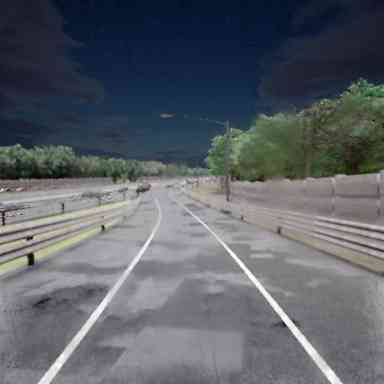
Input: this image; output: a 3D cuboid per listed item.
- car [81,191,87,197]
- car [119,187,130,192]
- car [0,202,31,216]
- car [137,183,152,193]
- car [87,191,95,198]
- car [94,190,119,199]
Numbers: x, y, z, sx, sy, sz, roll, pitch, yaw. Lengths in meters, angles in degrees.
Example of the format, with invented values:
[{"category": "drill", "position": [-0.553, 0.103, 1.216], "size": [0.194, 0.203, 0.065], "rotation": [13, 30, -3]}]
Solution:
[{"category": "car", "position": [-22.678, 0.364, 73.566], "size": [1.994, 1.385, 4.181], "rotation": [0, 3, 11]}, {"category": "car", "position": [-19.017, -0.740, 93.201], "size": [1.994, 1.385, 4.181], "rotation": [0, 3, 11]}, {"category": "car", "position": [-21.700, 2.130, 40.625], "size": [2.128, 1.511, 4.902], "rotation": [0, 3, 11]}, {"category": "car", "position": [-12.866, -0.808, 87.989], "size": [2.150, 2.045, 5.566], "rotation": [0, 3, 11]}, {"category": "car", "position": [-19.647, 0.435, 70.725], "size": [1.882, 1.535, 5.008], "rotation": [0, 3, 11]}, {"category": "car", "position": [-16.940, 0.637, 66.151], "size": [1.837, 1.490, 4.892], "rotation": [0, 3, 11]}]
